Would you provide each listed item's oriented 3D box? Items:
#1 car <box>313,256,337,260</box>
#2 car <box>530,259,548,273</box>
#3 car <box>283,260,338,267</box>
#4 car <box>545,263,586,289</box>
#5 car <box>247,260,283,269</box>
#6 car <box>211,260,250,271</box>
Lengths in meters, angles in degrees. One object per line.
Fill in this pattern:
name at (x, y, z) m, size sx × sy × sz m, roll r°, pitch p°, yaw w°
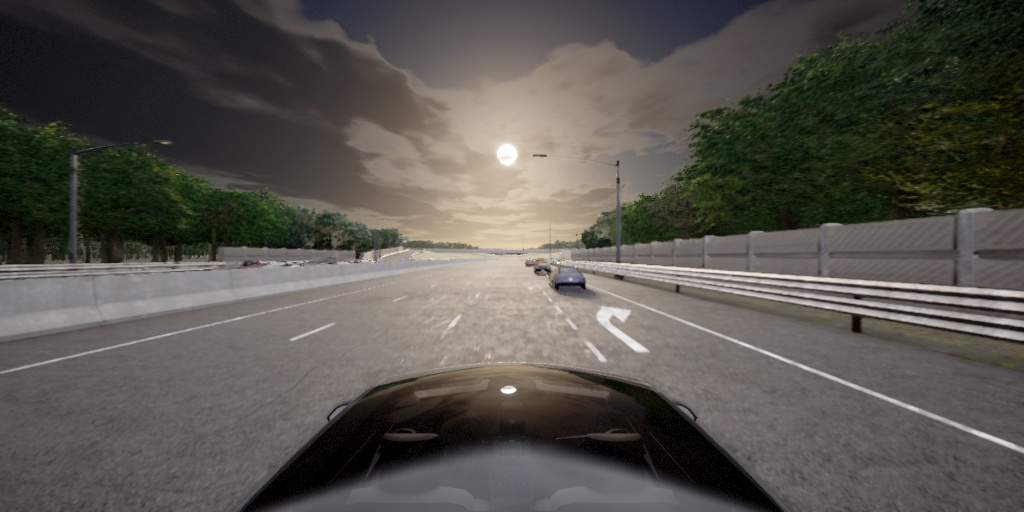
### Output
car at (-27.965, 1.026, 53.273) m, size 2.150 × 2.045 × 5.566 m, roll 0°, pitch 0°, yaw 1°
car at (3.524, 1.386, 43.120) m, size 1.895 × 1.301 × 4.718 m, roll 0°, pitch 0°, yaw 0°
car at (-17.566, 1.316, 32.097) m, size 2.033 × 1.411 × 5.357 m, roll 0°, pitch 0°, yaw 0°
car at (3.463, 1.327, 23.011) m, size 1.994 × 1.385 × 4.181 m, roll 0°, pitch 0°, yaw 0°
car at (-21.062, 1.294, 32.397) m, size 1.812 × 1.442 × 4.674 m, roll 0°, pitch 0°, yaw 0°
car at (-24.559, 1.120, 32.290) m, size 2.097 × 1.767 × 4.553 m, roll 0°, pitch 0°, yaw 0°
